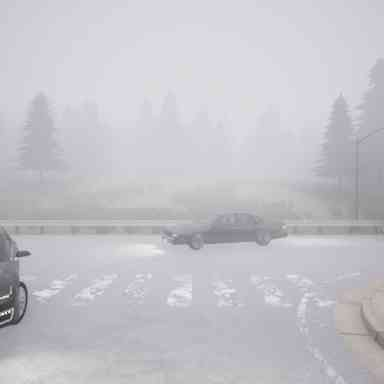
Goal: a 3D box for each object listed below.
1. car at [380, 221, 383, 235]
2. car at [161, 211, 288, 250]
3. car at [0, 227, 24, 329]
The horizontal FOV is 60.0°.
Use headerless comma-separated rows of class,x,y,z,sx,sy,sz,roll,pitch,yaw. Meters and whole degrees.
car,11.235,1.495,15.127,4.902,1.511,2.128,0,0,0
car,1.456,1.551,14.247,5.357,1.411,2.033,0,0,-20
car,-4.458,1.506,6.605,1.837,1.490,4.892,0,0,-28
